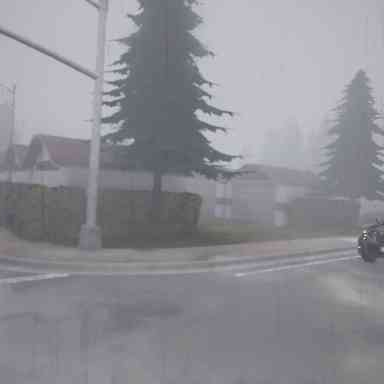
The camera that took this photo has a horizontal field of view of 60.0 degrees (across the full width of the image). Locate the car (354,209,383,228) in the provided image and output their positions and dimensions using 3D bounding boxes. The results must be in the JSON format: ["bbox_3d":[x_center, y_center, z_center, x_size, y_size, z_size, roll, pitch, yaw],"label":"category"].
[{"bbox_3d":[16.824,2.351,29.214,1.994,1.385,4.181,3,0,-27],"label":"car"}]

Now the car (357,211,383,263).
[{"bbox_3d":[8.410,1.620,12.344,5.566,2.045,2.150,3,0,-37],"label":"car"}]
